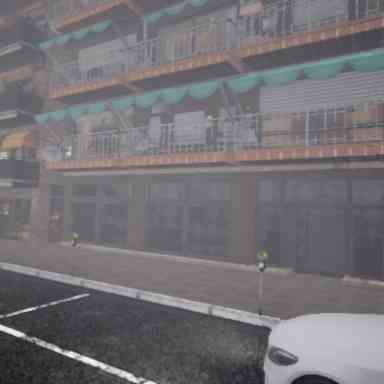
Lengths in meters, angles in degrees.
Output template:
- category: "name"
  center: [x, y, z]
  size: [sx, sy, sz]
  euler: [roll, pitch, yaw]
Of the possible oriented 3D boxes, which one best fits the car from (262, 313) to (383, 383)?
- category: "car"
  center: [3.034, 1.806, 3.137]
  size: [4.674, 1.442, 1.812]
  euler: [0, -3, 31]
